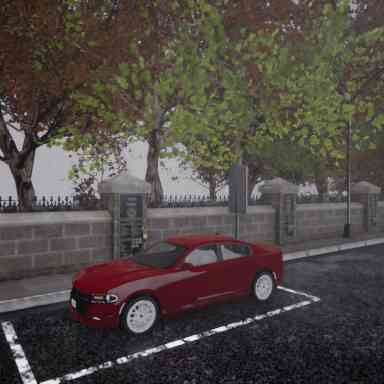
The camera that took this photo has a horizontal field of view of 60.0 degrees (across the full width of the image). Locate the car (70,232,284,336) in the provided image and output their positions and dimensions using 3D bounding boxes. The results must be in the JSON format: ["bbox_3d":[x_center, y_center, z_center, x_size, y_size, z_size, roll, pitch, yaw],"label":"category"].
[{"bbox_3d":[-0.077,1.545,6.663,4.507,1.381,1.887,0,0,-36],"label":"car"}]
